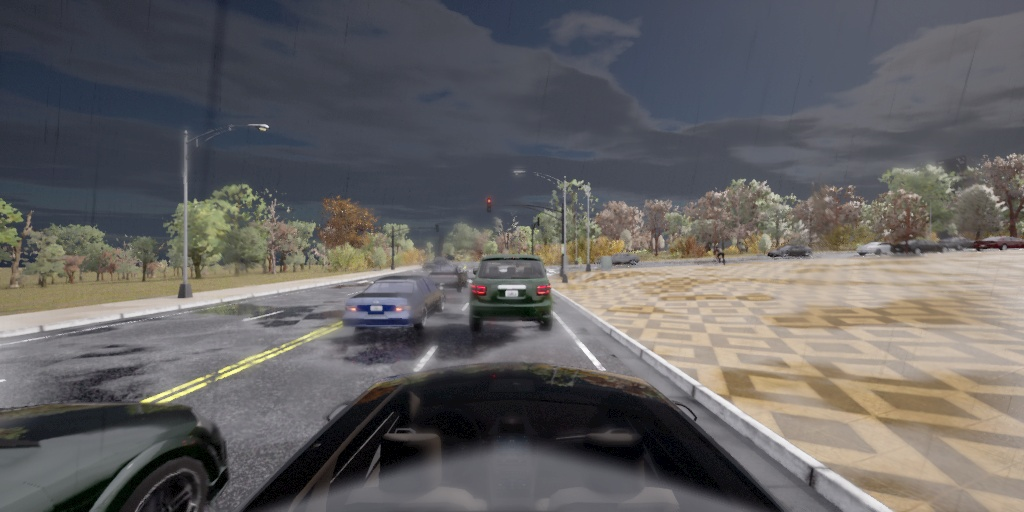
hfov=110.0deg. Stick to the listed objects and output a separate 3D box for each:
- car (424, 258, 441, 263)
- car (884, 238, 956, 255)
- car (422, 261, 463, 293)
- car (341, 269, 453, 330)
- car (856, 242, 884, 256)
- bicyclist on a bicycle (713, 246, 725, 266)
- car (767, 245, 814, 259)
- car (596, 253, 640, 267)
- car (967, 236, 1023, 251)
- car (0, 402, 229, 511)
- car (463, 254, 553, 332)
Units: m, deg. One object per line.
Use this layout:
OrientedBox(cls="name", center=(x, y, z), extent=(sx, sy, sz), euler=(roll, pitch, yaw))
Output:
OrientedBox(cls="car", center=(-12.540, 1.401, 54.977), extent=(1.994, 1.385, 4.181), euler=(0, 0, -5))
OrientedBox(cls="car", center=(41.249, -0.881, 36.286), extent=(5.008, 1.535, 1.882), euler=(-3, 0, -5))
OrientedBox(cls="car", center=(-3.617, 1.255, 20.838), extent=(2.128, 1.511, 4.902), euler=(0, 0, 0))
OrientedBox(cls="car", center=(-3.308, 1.302, 11.092), extent=(2.033, 1.411, 5.357), euler=(0, 0, -1))
OrientedBox(cls="car", center=(40.587, -0.808, 39.485), extent=(4.674, 1.442, 1.812), euler=(-3, 0, -6))
OrientedBox(cls="bicyclist on a bicycle", center=(17.409, 0.002, 30.187), extent=(0.582, 1.620, 1.656), euler=(-2, 0, -3))
OrientedBox(cls="car", center=(32.676, -0.477, 42.158), extent=(4.892, 1.490, 1.837), euler=(-3, 0, -5))
OrientedBox(cls="car", center=(12.008, 0.449, 40.837), extent=(4.902, 1.511, 2.128), euler=(-3, 0, -3))
OrientedBox(cls="car", center=(51.168, -1.318, 37.416), extent=(5.008, 1.535, 1.882), euler=(-3, 0, -7))
OrientedBox(cls="car", center=(-3.170, 1.314, 1.012), extent=(1.994, 1.385, 4.181), euler=(0, 0, 0))
OrientedBox(cls="car", center=(-0.060, 0.976, 11.088), extent=(2.150, 2.045, 5.566), euler=(0, 0, -1))
